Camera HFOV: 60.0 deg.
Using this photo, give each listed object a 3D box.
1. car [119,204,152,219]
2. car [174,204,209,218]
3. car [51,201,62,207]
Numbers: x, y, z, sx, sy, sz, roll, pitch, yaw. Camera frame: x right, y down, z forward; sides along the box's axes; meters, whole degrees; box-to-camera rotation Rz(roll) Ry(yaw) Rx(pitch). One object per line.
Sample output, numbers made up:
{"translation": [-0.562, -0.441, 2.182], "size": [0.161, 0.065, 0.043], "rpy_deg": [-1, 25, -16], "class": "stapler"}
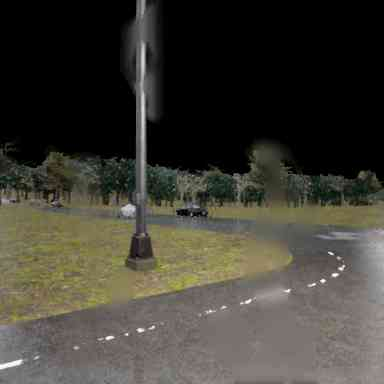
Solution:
{"translation": [-5.724, 1.912, 33.427], "size": [1.812, 1.442, 4.674], "rpy_deg": [3, -3, -36], "class": "car"}
{"translation": [-0.166, 2.136, 37.680], "size": [1.882, 1.535, 5.008], "rpy_deg": [3, -3, -36], "class": "car"}
{"translation": [-35.573, 3.259, 87.111], "size": [1.837, 1.490, 4.892], "rpy_deg": [3, -2, -36], "class": "car"}
